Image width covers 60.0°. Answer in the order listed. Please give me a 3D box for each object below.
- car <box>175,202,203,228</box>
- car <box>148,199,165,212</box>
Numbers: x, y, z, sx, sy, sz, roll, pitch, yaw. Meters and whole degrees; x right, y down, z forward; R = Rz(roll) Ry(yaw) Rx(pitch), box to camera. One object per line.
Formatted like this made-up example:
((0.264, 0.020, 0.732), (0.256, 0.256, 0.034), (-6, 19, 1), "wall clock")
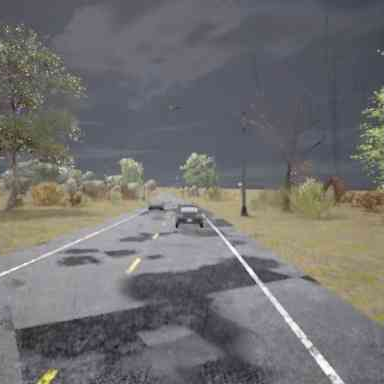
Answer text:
((-0.201, 1.638, 23.295), (1.812, 1.442, 4.674), (0, 0, -1), "car")
((-4.572, 1.672, 43.070), (1.882, 1.535, 5.008), (0, 0, -2), "car")
